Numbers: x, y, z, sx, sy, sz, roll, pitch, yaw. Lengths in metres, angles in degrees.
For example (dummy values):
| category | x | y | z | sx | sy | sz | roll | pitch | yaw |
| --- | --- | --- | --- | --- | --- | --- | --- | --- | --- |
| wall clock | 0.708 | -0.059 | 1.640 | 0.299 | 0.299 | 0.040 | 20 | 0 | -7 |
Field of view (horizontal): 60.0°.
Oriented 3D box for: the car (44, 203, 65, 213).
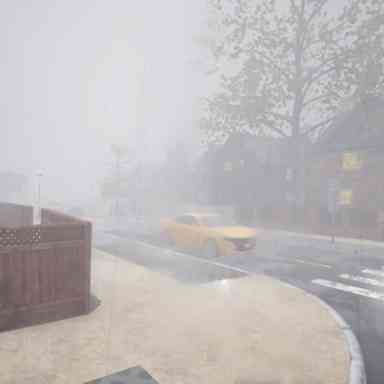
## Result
| category | x | y | z | sx | sy | sz | roll | pitch | yaw |
| --- | --- | --- | --- | --- | --- | --- | --- | --- | --- |
| car | -20.049 | 2.265 | 48.440 | 1.895 | 1.301 | 4.718 | 2 | -2 | -34 |

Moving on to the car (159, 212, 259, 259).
| category | x | y | z | sx | sy | sz | roll | pitch | yaw |
| --- | --- | --- | --- | --- | --- | --- | --- | --- | --- |
| car | 0.498 | 1.593 | 13.444 | 1.882 | 1.535 | 5.008 | 2 | -2 | -34 |

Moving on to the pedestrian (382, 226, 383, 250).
| category | x | y | z | sx | sy | sz | roll | pitch | yaw |
| --- | --- | --- | --- | --- | --- | --- | --- | --- | --- |
| pedestrian | 7.746 | 1.361 | 13.249 | 0.375 | 1.860 | 0.375 | 1 | -1 | -34 |

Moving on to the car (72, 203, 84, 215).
| category | x | y | z | sx | sy | sz | roll | pitch | yaw |
| --- | --- | --- | --- | --- | --- | --- | --- | --- | --- |
| car | -14.428 | 2.063 | 40.335 | 1.812 | 1.442 | 4.674 | 2 | -2 | -34 |

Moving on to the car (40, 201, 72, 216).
| category | x | y | z | sx | sy | sz | roll | pitch | yaw |
| --- | --- | --- | --- | --- | --- | --- | --- | --- | --- |
| car | -15.038 | 1.777 | 36.162 | 2.097 | 1.767 | 4.553 | 2 | -2 | -34 |
